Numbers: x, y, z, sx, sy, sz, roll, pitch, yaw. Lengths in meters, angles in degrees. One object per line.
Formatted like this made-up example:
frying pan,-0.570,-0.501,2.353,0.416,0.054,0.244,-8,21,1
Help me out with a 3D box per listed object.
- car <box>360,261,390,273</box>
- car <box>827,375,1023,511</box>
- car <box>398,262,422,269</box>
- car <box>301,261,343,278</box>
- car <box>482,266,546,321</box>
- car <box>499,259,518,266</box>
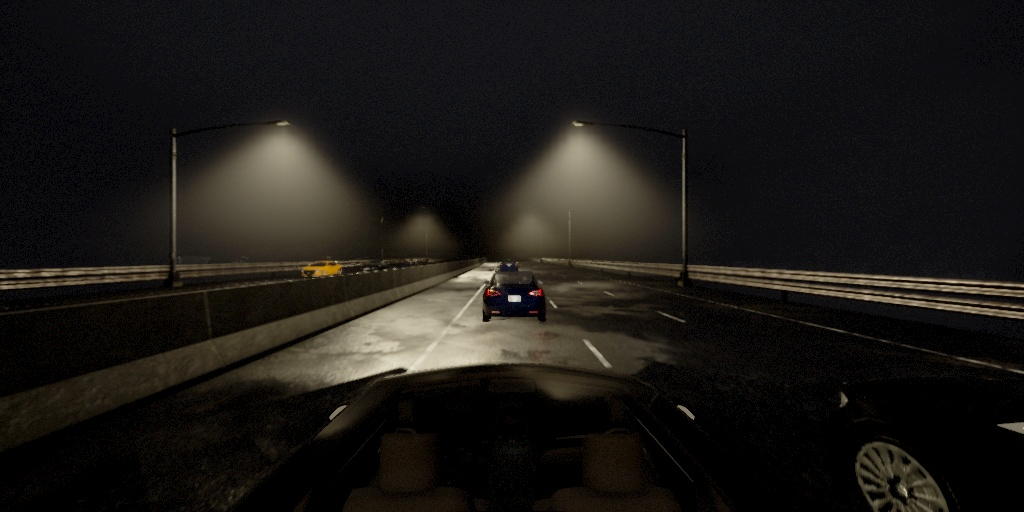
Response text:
car,-14.460,1.238,37.983,2.128,1.511,4.902,0,0,-1
car,3.592,1.240,1.028,2.128,1.511,4.902,0,0,0
car,-10.979,1.345,39.171,1.895,1.301,4.718,0,0,-1
car,-17.898,1.227,33.955,1.882,1.535,5.008,0,0,-1
car,0.056,1.252,12.496,2.163,1.488,4.792,0,0,0
car,-0.374,1.091,41.847,2.097,1.767,4.553,0,0,-1
